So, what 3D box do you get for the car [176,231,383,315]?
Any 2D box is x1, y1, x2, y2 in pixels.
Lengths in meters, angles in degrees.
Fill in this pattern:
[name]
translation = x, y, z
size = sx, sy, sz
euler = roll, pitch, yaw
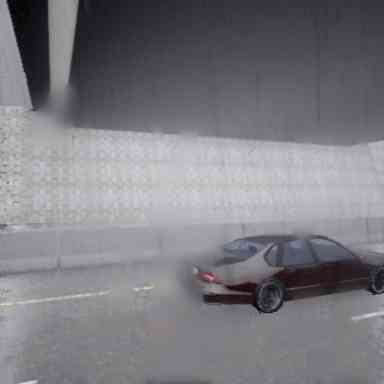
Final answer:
[car]
translation = 2.356, 1.632, 7.620
size = 5.357, 1.411, 2.033
euler = 0, -1, -23
